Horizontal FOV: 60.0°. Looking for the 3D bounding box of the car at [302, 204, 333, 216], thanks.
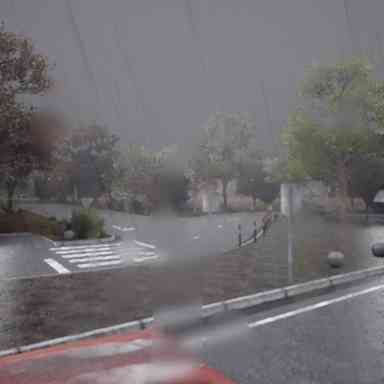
[{"bbox_3d":[15.951,2.351,44.523,5.357,1.411,2.033,1,1,10],"label":"car"}]
